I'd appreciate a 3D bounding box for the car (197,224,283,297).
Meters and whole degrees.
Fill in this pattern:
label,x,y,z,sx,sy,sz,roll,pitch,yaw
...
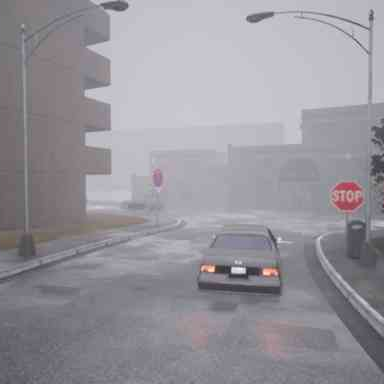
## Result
label,x,y,z,sx,sy,sz,roll,pitch,yaw
car,1.410,1.574,8.885,2.033,1.411,5.357,0,0,12

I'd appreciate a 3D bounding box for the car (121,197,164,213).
label,x,y,z,sx,sy,sz,roll,pitch,yaw
car,-5.174,1.245,34.570,4.902,1.511,2.128,2,3,30
